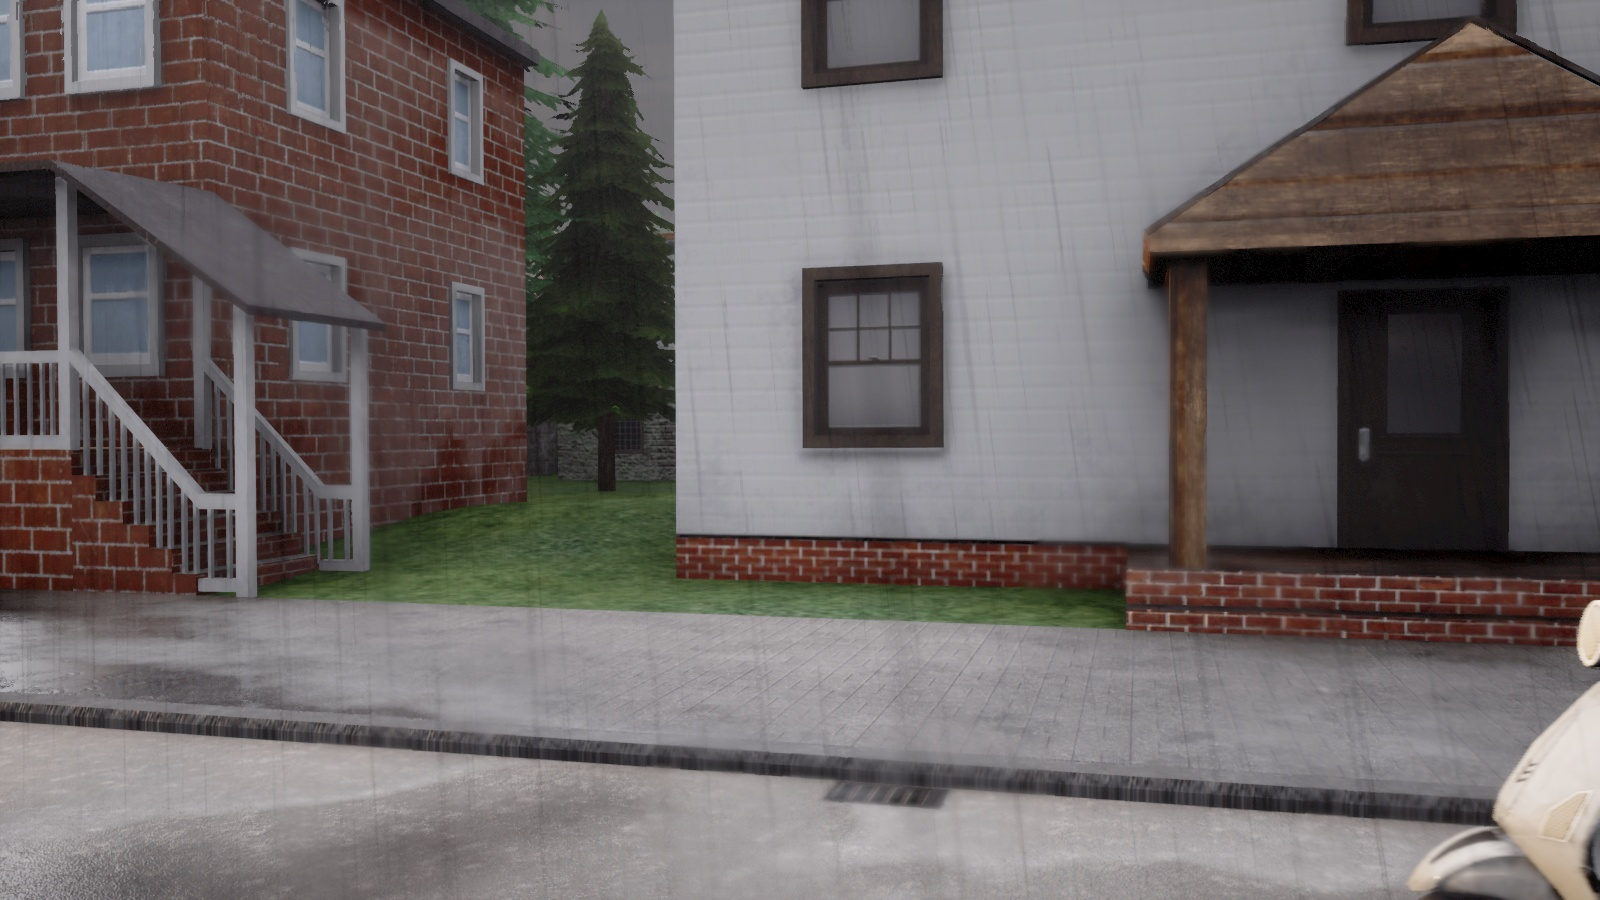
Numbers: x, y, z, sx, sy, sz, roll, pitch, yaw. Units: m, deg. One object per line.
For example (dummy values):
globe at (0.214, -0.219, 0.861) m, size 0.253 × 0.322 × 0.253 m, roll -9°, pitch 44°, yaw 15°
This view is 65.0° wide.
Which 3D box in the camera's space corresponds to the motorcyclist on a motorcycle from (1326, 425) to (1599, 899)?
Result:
motorcyclist on a motorcycle at (2.285, 0.741, 2.962) m, size 1.817 × 1.590 × 0.866 m, roll 0°, pitch 1°, yaw 15°
